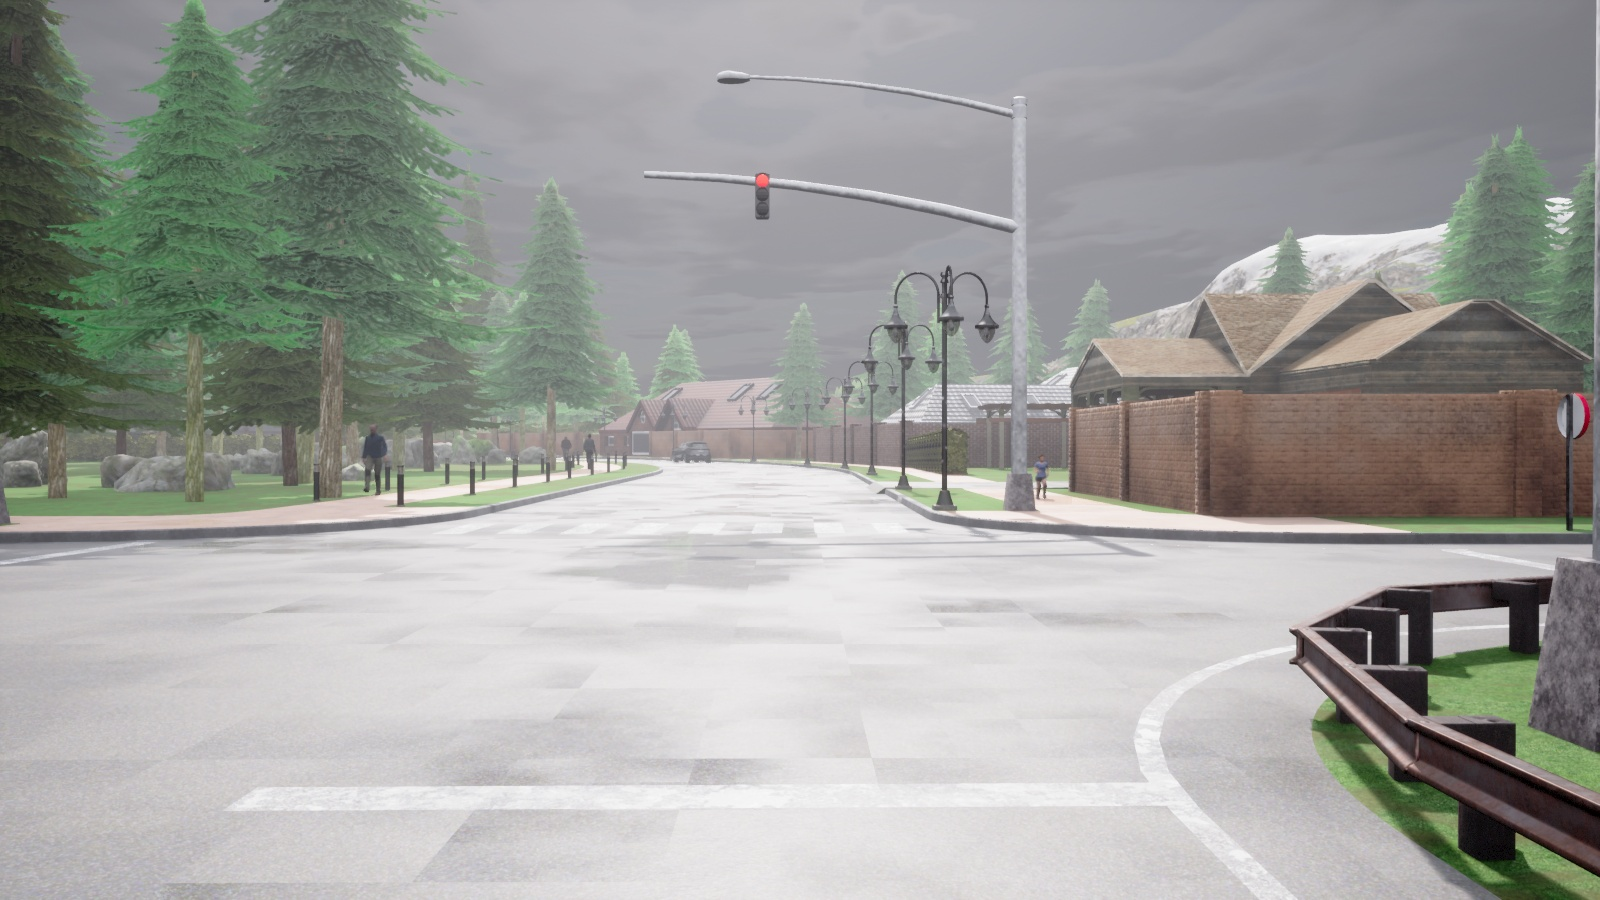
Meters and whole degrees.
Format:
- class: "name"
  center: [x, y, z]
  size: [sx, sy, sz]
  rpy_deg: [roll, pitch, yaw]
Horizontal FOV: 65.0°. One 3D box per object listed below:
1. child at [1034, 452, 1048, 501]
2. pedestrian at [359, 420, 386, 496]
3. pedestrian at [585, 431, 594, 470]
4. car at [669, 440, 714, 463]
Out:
- class: "child"
  center: [5.548, 0.604, 28.859]
  size: [0.255, 1.110, 0.394]
  rpy_deg: [0, 0, 2]
- class: "pedestrian"
  center: [-10.527, 0.189, 30.938]
  size: [0.402, 1.842, 0.726]
  rpy_deg: [0, 0, 0]
- class: "pedestrian"
  center: [-10.512, 0.009, 62.736]
  size: [0.423, 1.949, 0.788]
  rpy_deg: [0, 0, -8]
- class: "car"
  center: [-8.087, 0.115, 93.110]
  size: [2.033, 1.649, 4.856]
  rpy_deg: [0, 0, -22]
